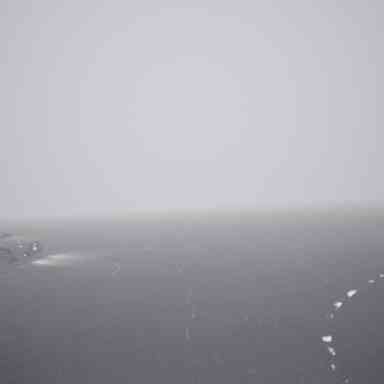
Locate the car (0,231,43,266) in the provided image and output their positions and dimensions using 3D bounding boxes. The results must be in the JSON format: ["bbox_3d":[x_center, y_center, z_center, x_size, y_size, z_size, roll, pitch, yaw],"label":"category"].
[{"bbox_3d":[-8.284,2.211,13.300,4.181,1.385,1.994,-4,-1,0],"label":"car"}]
